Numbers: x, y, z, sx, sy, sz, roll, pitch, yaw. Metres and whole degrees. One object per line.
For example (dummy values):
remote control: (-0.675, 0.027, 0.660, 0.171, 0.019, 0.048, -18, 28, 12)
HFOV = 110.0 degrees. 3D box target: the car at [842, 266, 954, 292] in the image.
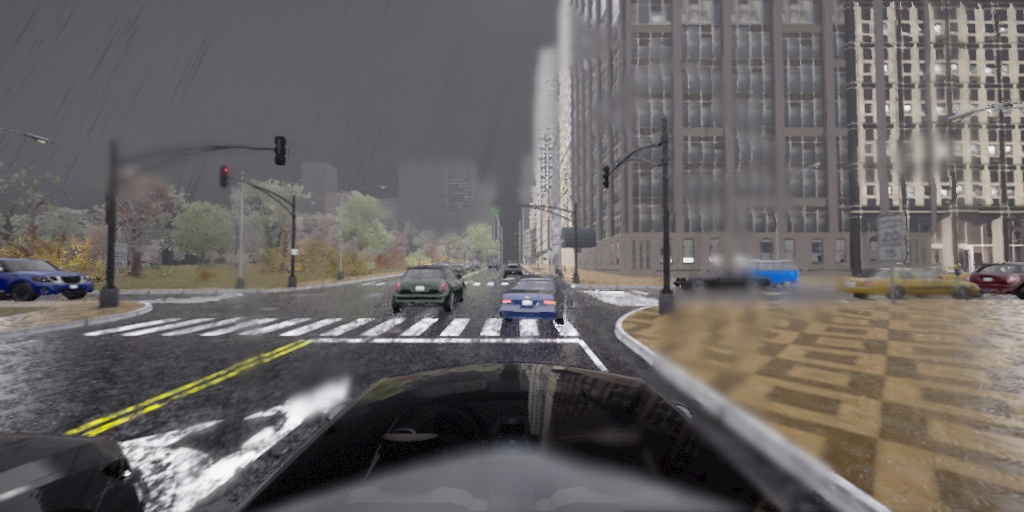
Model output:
car: (21.741, 1.285, 20.350, 4.181, 1.385, 1.994, 0, -2, -1)

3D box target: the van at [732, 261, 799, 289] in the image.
van: (15.940, 1.172, 22.867, 3.998, 1.789, 1.690, 0, 0, -1)

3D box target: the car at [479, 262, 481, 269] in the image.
car: (-6.505, 1.599, 63.354, 1.837, 1.490, 4.892, 0, 0, 0)

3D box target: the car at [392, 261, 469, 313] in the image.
car: (-3.151, 1.147, 14.414, 2.097, 1.767, 4.553, 0, 0, 0)

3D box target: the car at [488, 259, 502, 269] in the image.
car: (-3.255, 1.602, 63.698, 1.837, 1.490, 4.892, 0, 0, 0)

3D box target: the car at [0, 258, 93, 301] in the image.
car: (-23.147, 1.090, 16.667, 5.566, 2.045, 2.150, 0, -2, -1)

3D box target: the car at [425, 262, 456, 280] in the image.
car: (-6.592, 1.364, 33.523, 1.882, 1.535, 5.008, 0, 0, 0)

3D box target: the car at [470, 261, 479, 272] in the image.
car: (-6.504, 1.502, 52.940, 2.128, 1.511, 4.902, 0, 0, 0)

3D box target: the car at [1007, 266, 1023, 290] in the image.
car: (31.749, 1.236, 20.453, 4.181, 1.385, 1.994, 0, -2, 1)

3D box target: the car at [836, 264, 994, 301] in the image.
car: (16.321, 1.106, 14.850, 4.829, 1.417, 1.751, 0, 0, -1)

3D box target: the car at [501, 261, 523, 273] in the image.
car: (0.097, 1.416, 37.934, 1.837, 1.490, 4.892, 0, 0, 0)

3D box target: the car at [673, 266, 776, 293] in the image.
car: (11.708, 1.374, 20.237, 4.718, 1.301, 1.895, 0, -2, 0)

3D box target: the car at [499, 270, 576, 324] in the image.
car: (1.062, 1.330, 12.270, 2.033, 1.411, 5.357, -1, 0, 15)

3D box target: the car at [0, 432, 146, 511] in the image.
car: (-3.150, 1.248, 0.129, 1.837, 1.490, 4.892, 0, -1, 0)

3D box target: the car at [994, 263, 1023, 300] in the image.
car: (21.735, 0.993, 14.916, 4.097, 1.591, 1.967, 0, 0, -1)
